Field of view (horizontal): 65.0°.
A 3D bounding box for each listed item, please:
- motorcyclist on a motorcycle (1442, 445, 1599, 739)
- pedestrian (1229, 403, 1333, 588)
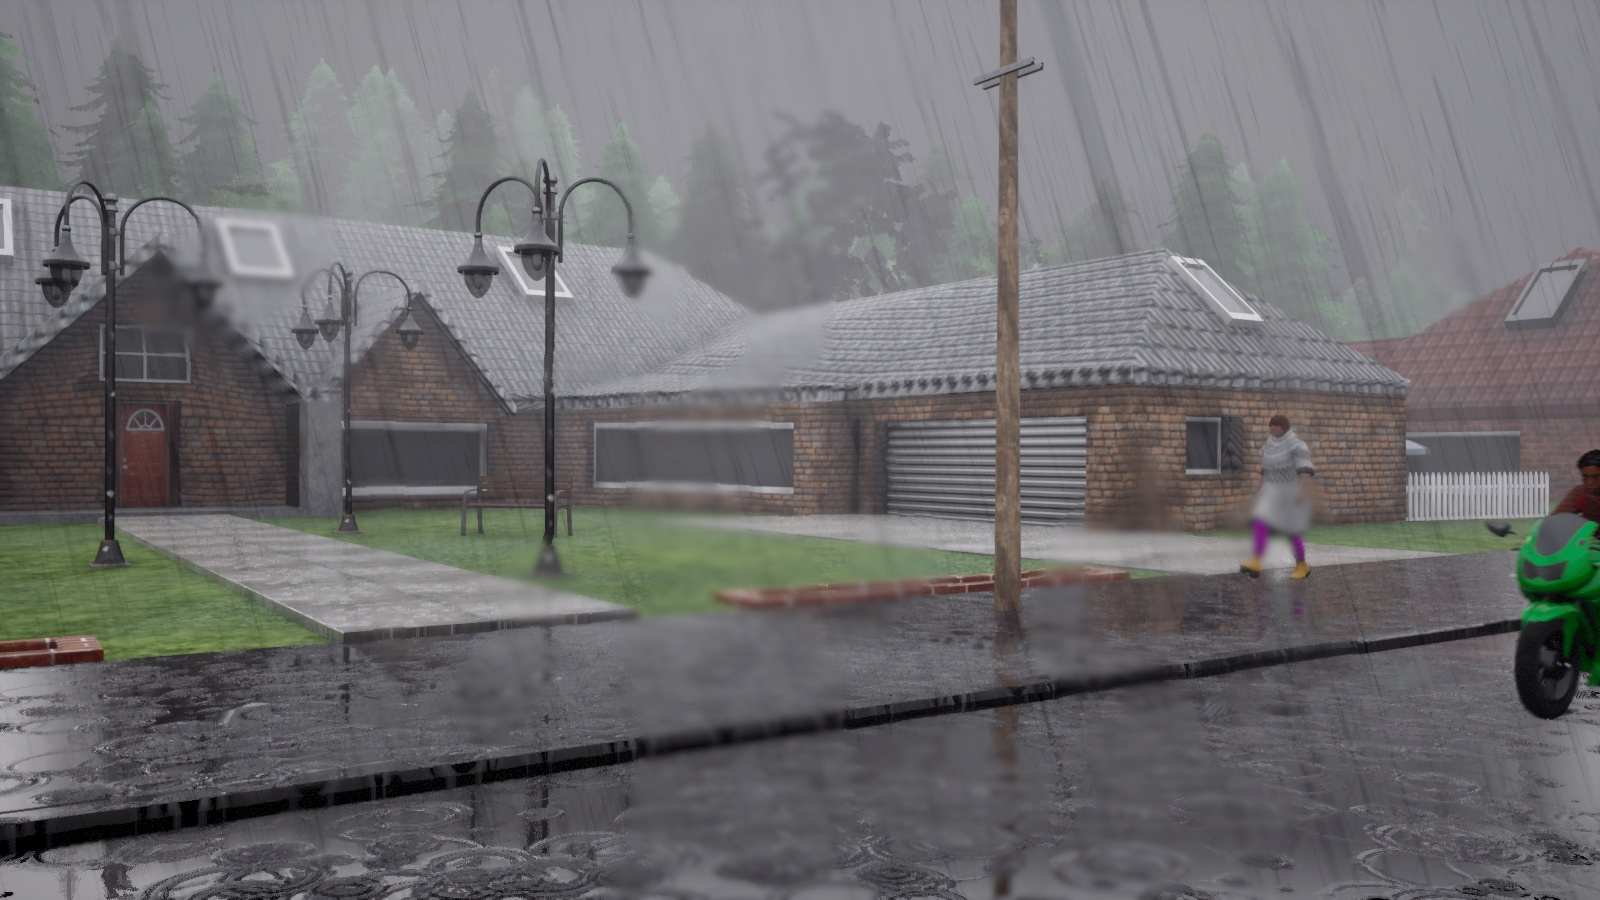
[{"bbox_3d":[4.740,0.735,7.401,2.044,1.523,0.797,0,0,-34],"label":"motorcyclist on a motorcycle"},{"bbox_3d":[5.258,0.477,13.729,0.873,1.952,0.659,0,0,-32],"label":"pedestrian"}]
